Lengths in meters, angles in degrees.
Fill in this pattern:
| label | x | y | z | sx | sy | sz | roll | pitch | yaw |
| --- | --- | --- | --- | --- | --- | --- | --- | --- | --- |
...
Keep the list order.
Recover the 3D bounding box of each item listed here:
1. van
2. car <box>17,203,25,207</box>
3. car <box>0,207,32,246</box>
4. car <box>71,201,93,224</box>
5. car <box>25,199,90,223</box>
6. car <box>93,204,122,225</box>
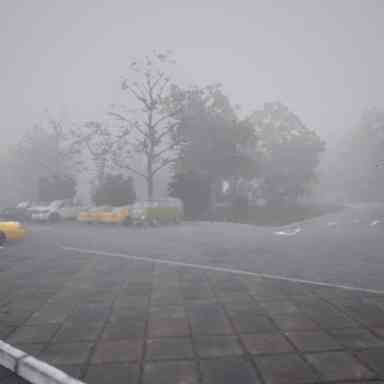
| label | x | y | z | sx | sy | sz | roll | pitch | yaw |
| --- | --- | --- | --- | --- | --- | --- | --- | --- | --- |
| van | -2.522 | 1.426 | 23.970 | 1.878 | 1.987 | 4.442 | -2 | -1 | 35 |
| car | -13.910 | 2.041 | 32.033 | 2.231 | 1.521 | 4.892 | -2 | -1 | 35 |
| car | -10.107 | 1.675 | 14.220 | 1.946 | 1.575 | 5.366 | -2 | -1 | 35 |
| car | -6.818 | 1.778 | 27.335 | 1.946 | 1.575 | 5.366 | -2 | -1 | 35 |
| car | -11.634 | 1.694 | 30.433 | 2.435 | 2.045 | 5.566 | -2 | -1 | 35 |
| car | -4.636 | 1.711 | 25.813 | 1.946 | 1.575 | 5.366 | -2 | -1 | 35 |
